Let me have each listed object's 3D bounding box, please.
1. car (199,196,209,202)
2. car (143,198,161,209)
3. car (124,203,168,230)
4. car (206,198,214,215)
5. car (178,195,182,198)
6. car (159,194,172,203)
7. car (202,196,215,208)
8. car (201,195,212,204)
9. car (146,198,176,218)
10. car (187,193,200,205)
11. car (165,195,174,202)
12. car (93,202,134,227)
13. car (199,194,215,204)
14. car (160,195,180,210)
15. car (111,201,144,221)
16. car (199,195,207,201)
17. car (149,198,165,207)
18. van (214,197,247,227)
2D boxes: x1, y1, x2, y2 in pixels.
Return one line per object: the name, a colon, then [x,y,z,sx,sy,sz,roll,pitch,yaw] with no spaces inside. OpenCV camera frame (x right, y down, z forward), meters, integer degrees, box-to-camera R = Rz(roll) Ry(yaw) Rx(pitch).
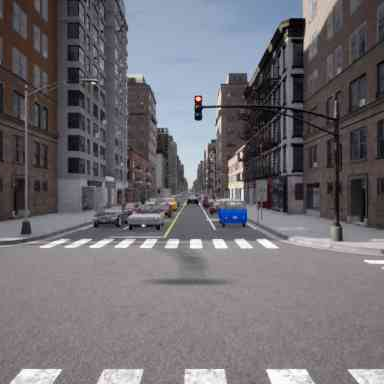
car: [2.691,1.524,73.563,2.008,1.369,4.403,0,0,0]
car: [-5.355,1.519,44.987,1.752,1.417,4.829,0,0,0]
car: [-2.804,1.600,21.136,1.895,1.301,4.718,0,0,-1]
car: [2.662,1.580,33.794,1.802,1.307,4.206,0,0,0]
car: [-2.773,1.591,50.033,1.895,1.301,4.718,0,0,0]
car: [-5.338,1.292,67.884,2.192,1.841,5.009,0,0,0]
car: [2.670,1.576,45.157,1.802,1.307,4.206,0,0,0]
car: [2.683,1.422,62.201,1.967,1.590,4.097,0,0,0]
car: [-2.824,1.562,30.281,1.994,1.385,4.181,0,0,0]
car: [0.152,1.463,56.855,1.882,1.535,5.008,0,0,0]
car: [-5.330,1.409,79.247,1.967,1.590,4.097,0,0,0]
car: [-5.372,1.550,22.429,2.008,1.369,4.403,0,0,0]
car: [2.675,1.305,50.839,2.192,1.841,5.009,0,0,0]
car: [-2.814,1.474,39.927,1.882,1.535,5.008,0,0,0]
car: [-5.367,1.543,28.111,1.887,1.381,4.507,0,0,0]
car: [2.700,1.530,84.926,1.947,1.339,4.313,0,0,0]
car: [-5.350,1.556,50.839,1.947,1.339,4.313,0,0,0]
van: [2.653,1.340,22.432,1.690,1.788,3.998,0,0,0]
